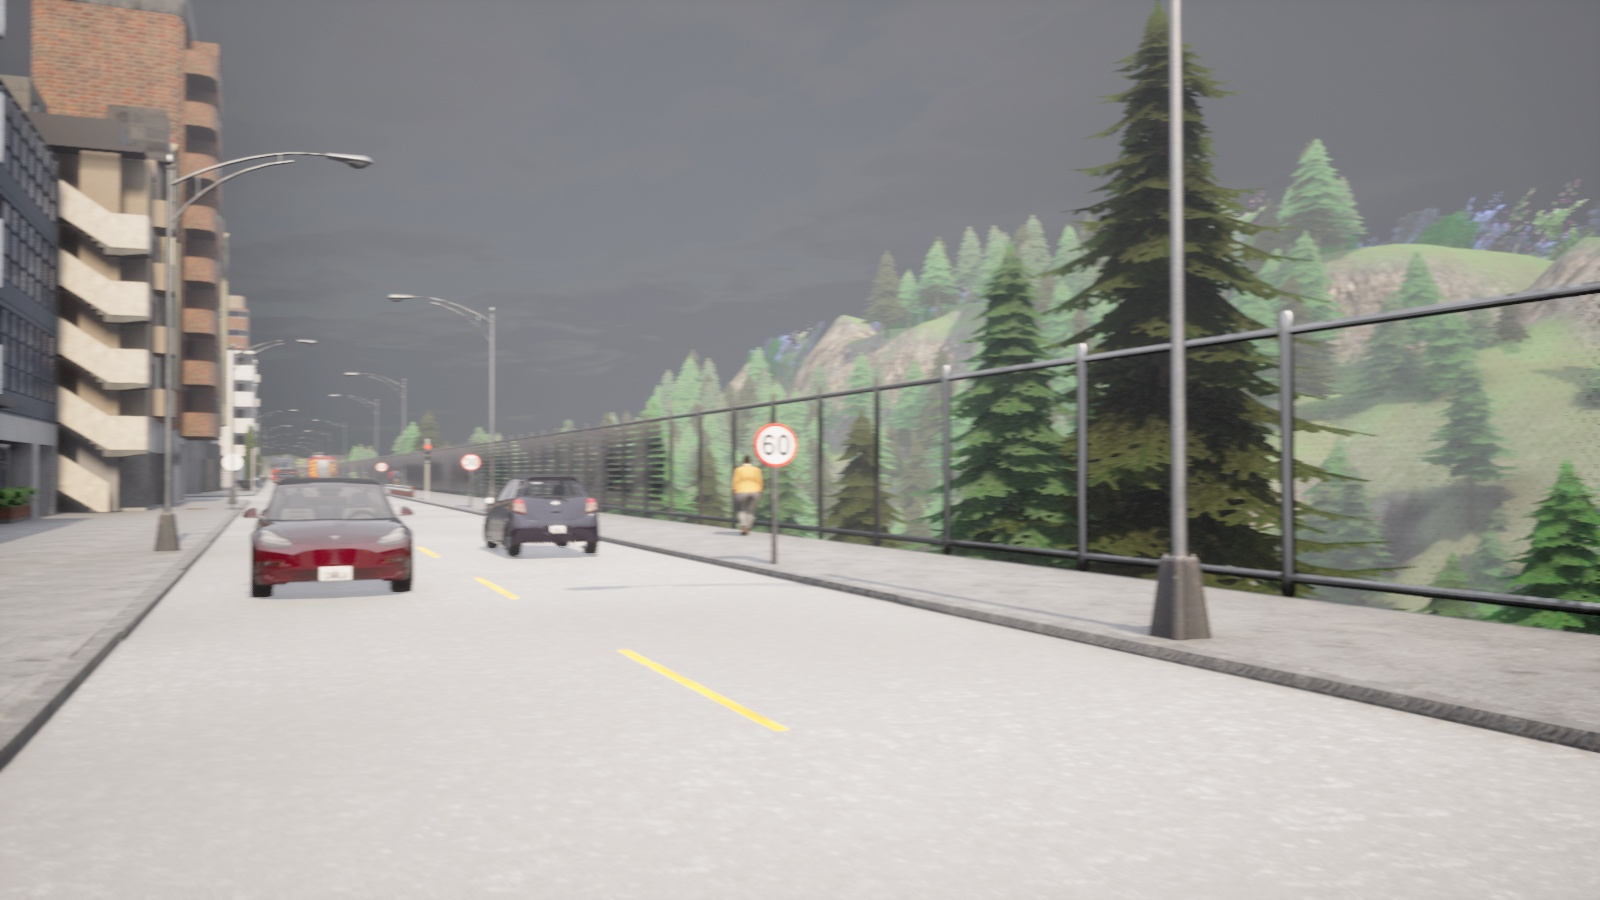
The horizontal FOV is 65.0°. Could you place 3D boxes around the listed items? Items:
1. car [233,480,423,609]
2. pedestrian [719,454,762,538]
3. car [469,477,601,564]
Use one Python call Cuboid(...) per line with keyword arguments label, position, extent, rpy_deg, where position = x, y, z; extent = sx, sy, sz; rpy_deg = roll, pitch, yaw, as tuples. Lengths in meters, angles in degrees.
Cuboid(label="car", position=(-6.638, 1.182, 17.476), extent=(2.163, 1.488, 4.792), rpy_deg=(0, -1, -23))
Cuboid(label="pedestrian", position=(-1.348, 1.022, 28.383), extent=(0.874, 1.855, 0.900), rpy_deg=(0, -1, -9))
Cuboid(label="car", position=(-5.215, 1.300, 24.402), extent=(1.845, 1.501, 3.633), rpy_deg=(0, -1, -23))
